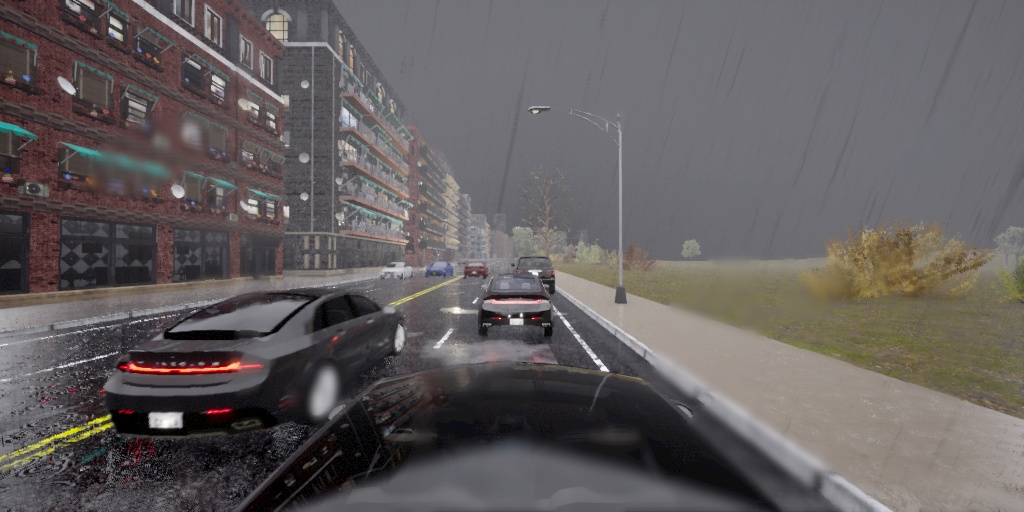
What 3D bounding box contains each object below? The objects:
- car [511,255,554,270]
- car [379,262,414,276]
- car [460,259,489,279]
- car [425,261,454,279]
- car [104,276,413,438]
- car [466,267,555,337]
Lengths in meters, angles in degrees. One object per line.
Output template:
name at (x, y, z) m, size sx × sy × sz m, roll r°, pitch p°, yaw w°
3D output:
car at (1.132, 0.977, 20.224) m, size 2.150 × 2.045 × 5.566 m, roll 0°, pitch 0°, yaw 0°
car at (-9.846, 1.277, 30.926) m, size 1.812 × 1.442 × 4.674 m, roll 0°, pitch 0°, yaw 0°
car at (-3.160, 1.229, 32.415) m, size 1.882 × 1.535 × 5.008 m, roll 0°, pitch 0°, yaw 0°
car at (-6.611, 1.229, 32.997) m, size 1.882 × 1.535 × 5.008 m, roll 0°, pitch 0°, yaw 0°
car at (-3.151, 1.255, 5.686) m, size 1.837 × 1.490 × 4.892 m, roll 0°, pitch 0°, yaw 0°
car at (0.098, 1.243, 10.354) m, size 2.128 × 1.511 × 4.902 m, roll 0°, pitch 0°, yaw 0°
